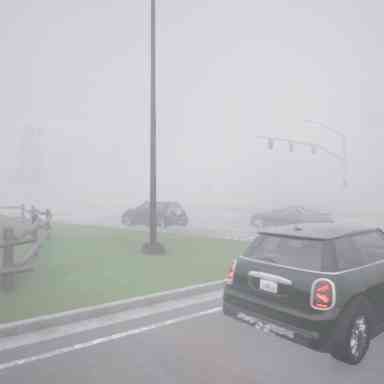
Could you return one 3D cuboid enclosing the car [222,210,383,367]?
[{"bbox_3d":[2.712,1.352,6.098,4.553,1.767,2.097,0,0,-40],"label":"car"}]

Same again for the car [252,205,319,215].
[{"bbox_3d":[5.564,1.490,19.192,2.128,1.511,4.902,1,0,-43],"label":"car"}]

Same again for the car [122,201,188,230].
[{"bbox_3d":[-2.481,1.351,21.579,4.553,1.767,2.097,0,0,38],"label":"car"}]
